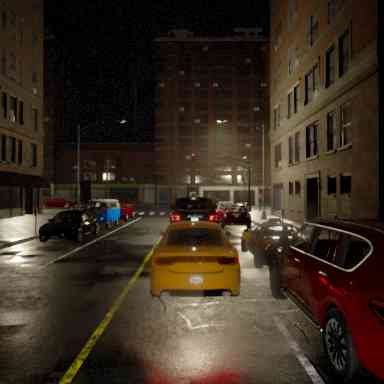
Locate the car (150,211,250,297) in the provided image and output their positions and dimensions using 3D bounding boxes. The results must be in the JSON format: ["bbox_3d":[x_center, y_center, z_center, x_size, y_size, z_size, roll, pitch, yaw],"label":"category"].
[{"bbox_3d":[0.047,1.484,8.645,1.882,1.535,5.008,0,0,-1],"label":"car"}]

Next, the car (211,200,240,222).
[{"bbox_3d":[2.664,1.471,27.288,1.967,1.590,4.097,1,0,0],"label":"car"}]

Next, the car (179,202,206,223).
[{"bbox_3d":[0.070,1.595,26.714,1.994,1.385,4.181,0,0,1],"label":"car"}]

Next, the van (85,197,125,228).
[{"bbox_3d":[-5.858,1.365,21.803,1.690,1.788,3.998,1,0,0],"label":"van"}]

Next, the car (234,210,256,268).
[{"bbox_3d":[2.670,1.534,11.010,1.752,1.417,4.829,1,0,0],"label":"car"}]

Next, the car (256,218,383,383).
[{"bbox_3d":[2.675,1.318,5.357,2.192,1.841,5.009,1,0,0],"label":"car"}]

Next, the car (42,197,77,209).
[{"bbox_3d":[-17.628,1.389,43.436,5.008,1.535,1.882,0,-1,0],"label":"car"}]

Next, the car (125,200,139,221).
[{"bbox_3d":[-5.862,1.576,27.285,1.887,1.381,4.507,1,0,0],"label":"car"}]

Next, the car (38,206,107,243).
[{"bbox_3d":[-5.858,1.582,16.320,1.947,1.339,4.313,1,0,0],"label":"car"}]

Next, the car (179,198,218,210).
[{"bbox_3d":[0.821,1.525,43.330,5.008,1.535,1.882,0,-1,0],"label":"car"}]

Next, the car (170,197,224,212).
[{"bbox_3d":[0.096,1.237,16.245,2.150,2.045,5.566,0,0,0],"label":"car"}]

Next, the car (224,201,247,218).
[{"bbox_3d":[2.667,1.464,21.805,1.967,1.590,4.097,1,0,0],"label":"car"}]

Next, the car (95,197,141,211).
[{"bbox_3d":[-8.736,1.408,39.303,5.008,1.535,1.882,0,-1,12],"label":"car"}]
